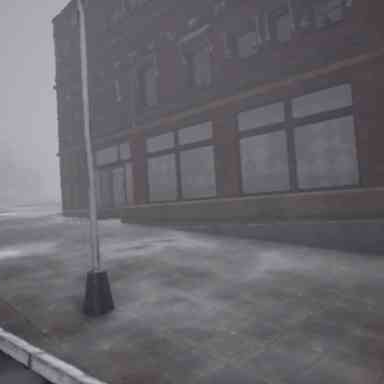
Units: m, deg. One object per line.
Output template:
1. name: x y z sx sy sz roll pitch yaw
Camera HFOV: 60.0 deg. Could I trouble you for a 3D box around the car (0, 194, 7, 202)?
1. car: -33.300 1.076 56.031 2.128 1.511 4.902 -5 2 3
